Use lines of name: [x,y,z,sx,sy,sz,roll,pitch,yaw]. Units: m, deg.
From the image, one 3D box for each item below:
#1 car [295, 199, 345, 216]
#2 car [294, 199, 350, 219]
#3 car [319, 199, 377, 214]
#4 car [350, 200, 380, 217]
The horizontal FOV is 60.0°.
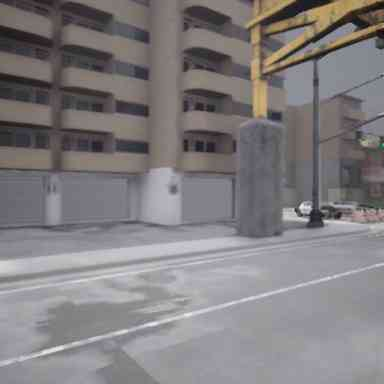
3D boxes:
car: [10.687,1.277,28.247,1.853,1.218,4.536,0,0,-11]
car: [10.696,1.434,28.196,2.038,1.542,4.974,0,0,-11]
car: [14.228,1.280,30.375,4.536,1.218,1.853,0,0,34]
car: [14.271,1.437,30.346,4.974,1.542,2.038,0,0,34]
